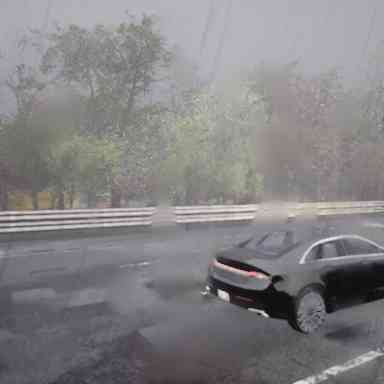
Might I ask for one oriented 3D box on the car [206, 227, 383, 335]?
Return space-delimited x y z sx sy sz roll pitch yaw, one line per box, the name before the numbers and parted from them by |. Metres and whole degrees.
car | 2.612 1.473 6.652 4.902 1.511 2.128 0 0 -30
